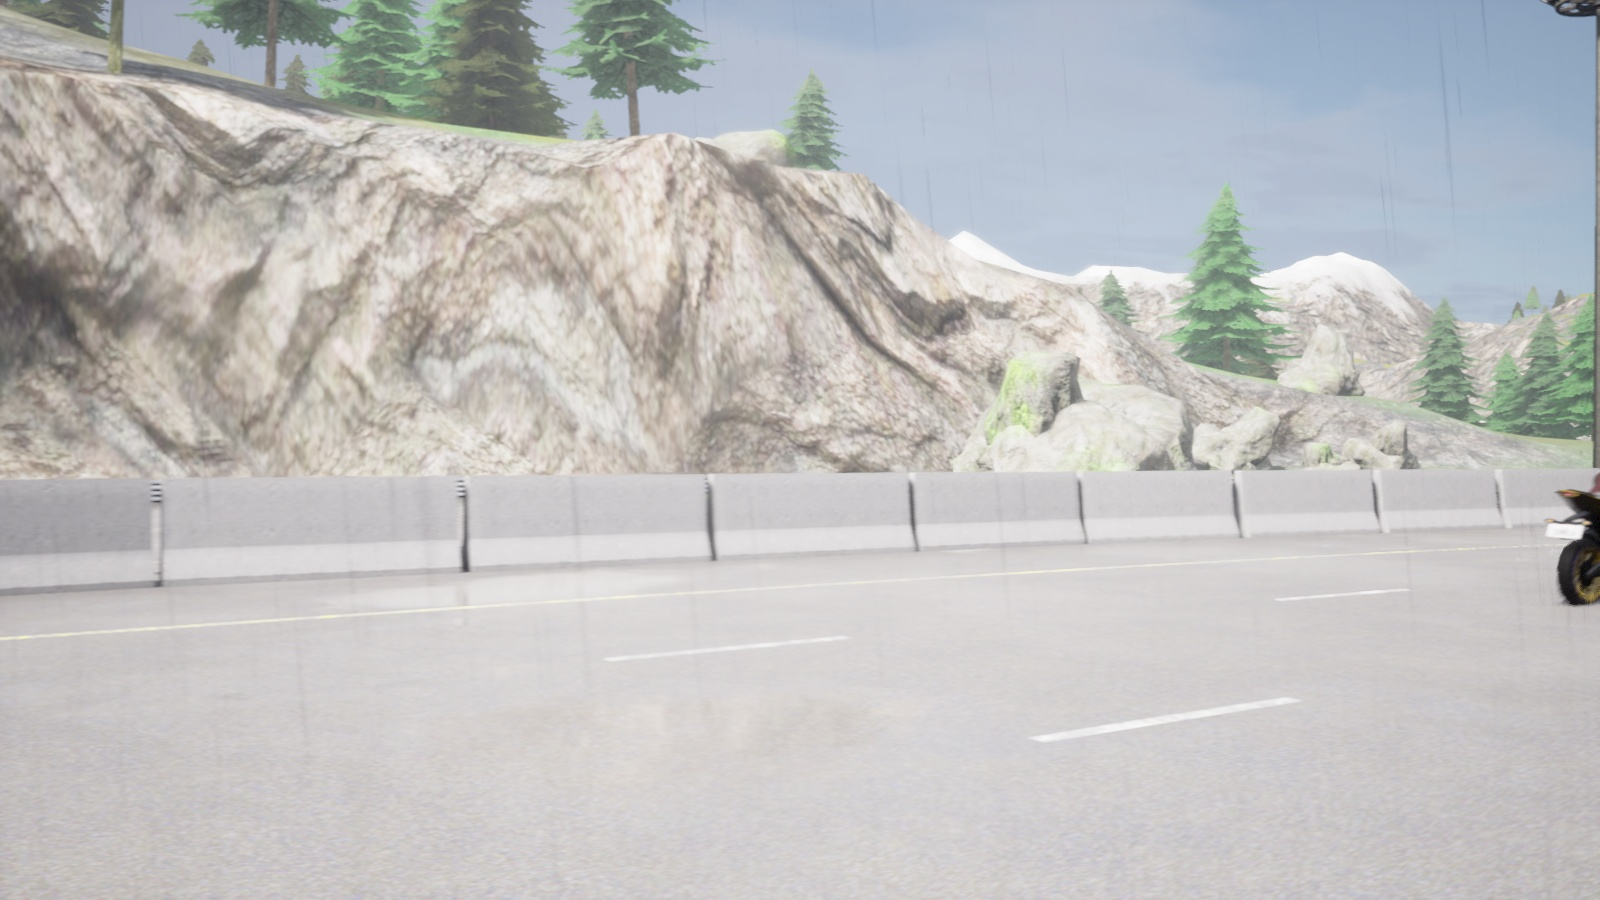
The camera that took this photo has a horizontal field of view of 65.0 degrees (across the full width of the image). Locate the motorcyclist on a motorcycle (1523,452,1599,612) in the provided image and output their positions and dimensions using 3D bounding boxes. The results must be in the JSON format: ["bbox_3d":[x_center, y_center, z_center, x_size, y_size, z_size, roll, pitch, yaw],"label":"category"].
[{"bbox_3d":[8.502,0.791,12.857,2.191,1.530,0.866,0,1,-28],"label":"motorcyclist on a motorcycle"}]
